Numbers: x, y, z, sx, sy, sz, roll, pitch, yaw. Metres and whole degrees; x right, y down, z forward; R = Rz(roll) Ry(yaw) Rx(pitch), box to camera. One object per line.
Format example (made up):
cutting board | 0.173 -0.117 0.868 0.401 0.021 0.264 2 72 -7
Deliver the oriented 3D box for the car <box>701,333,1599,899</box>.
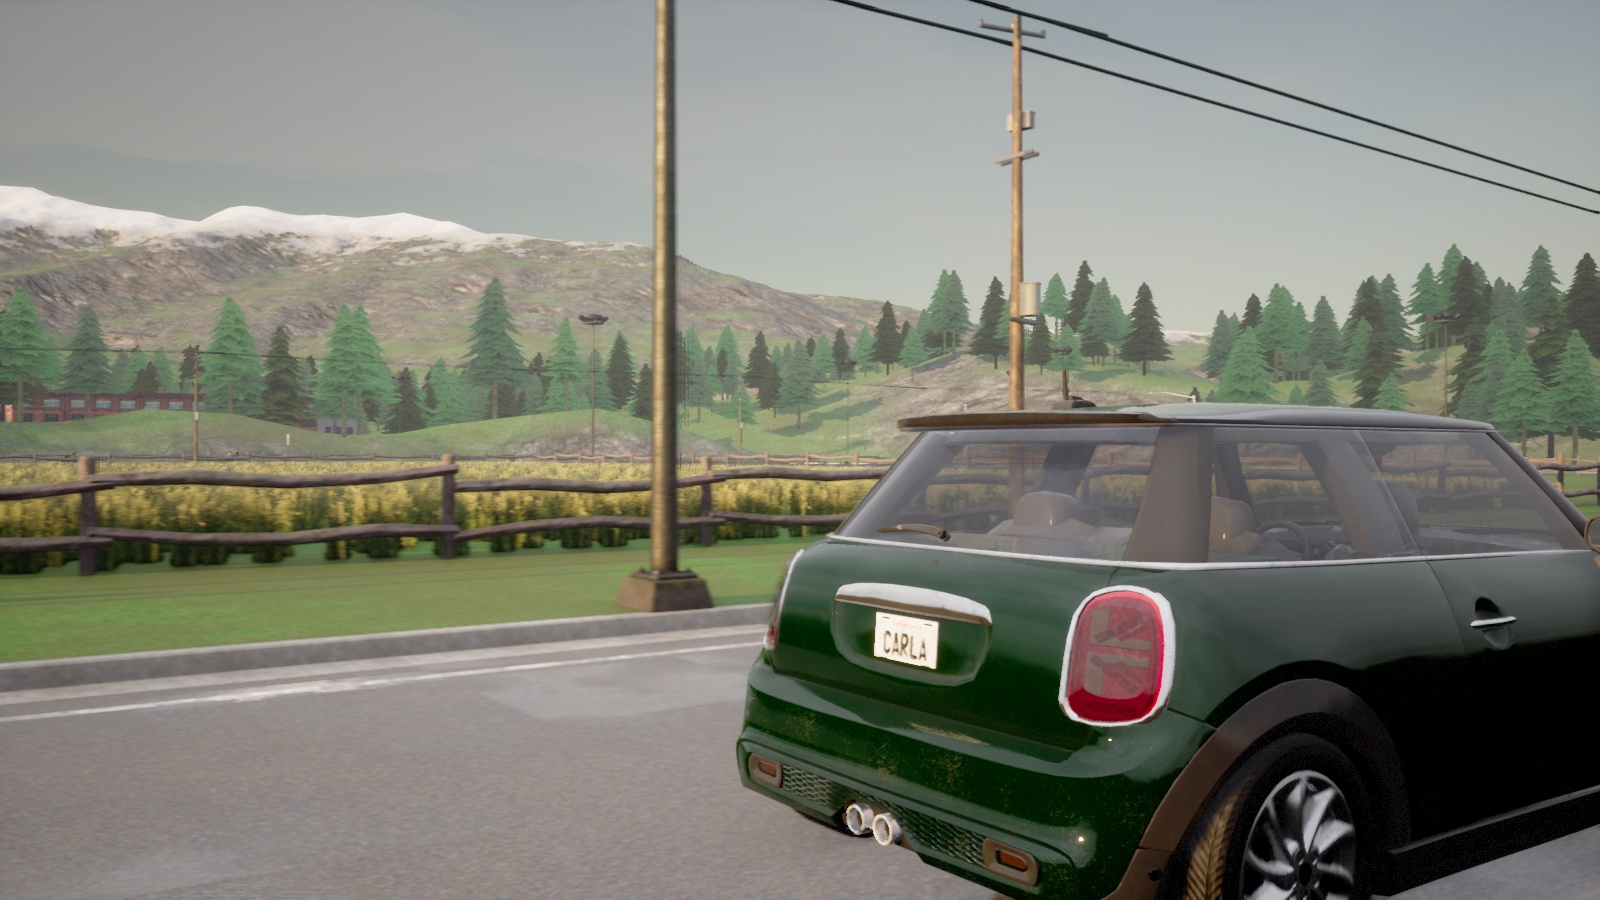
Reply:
car | 2.100 0.611 5.121 4.553 1.767 2.097 0 0 -35
